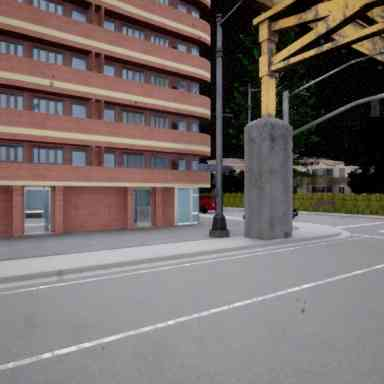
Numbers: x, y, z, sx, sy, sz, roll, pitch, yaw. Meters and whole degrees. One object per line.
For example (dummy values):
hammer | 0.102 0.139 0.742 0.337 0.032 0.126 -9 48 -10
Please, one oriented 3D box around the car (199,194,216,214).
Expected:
car | 1.037 1.229 36.575 2.150 2.045 5.566 0 0 -35

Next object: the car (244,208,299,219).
car | 6.760 1.608 28.504 1.895 1.301 4.718 0 0 -35
